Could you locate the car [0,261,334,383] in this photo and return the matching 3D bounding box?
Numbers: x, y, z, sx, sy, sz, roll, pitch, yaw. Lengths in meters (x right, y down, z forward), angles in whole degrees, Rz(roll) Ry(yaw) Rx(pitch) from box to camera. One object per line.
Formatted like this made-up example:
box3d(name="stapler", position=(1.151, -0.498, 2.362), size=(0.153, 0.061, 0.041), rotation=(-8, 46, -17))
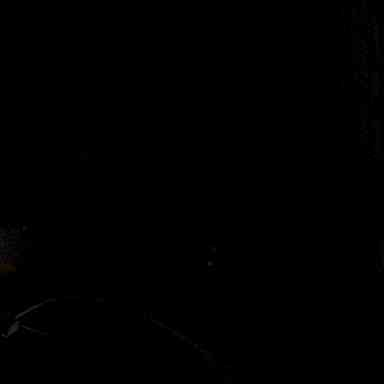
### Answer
box3d(name="car", position=(-0.748, 1.577, 3.617), size=(4.313, 1.339, 1.947), rotation=(0, 0, 36))
